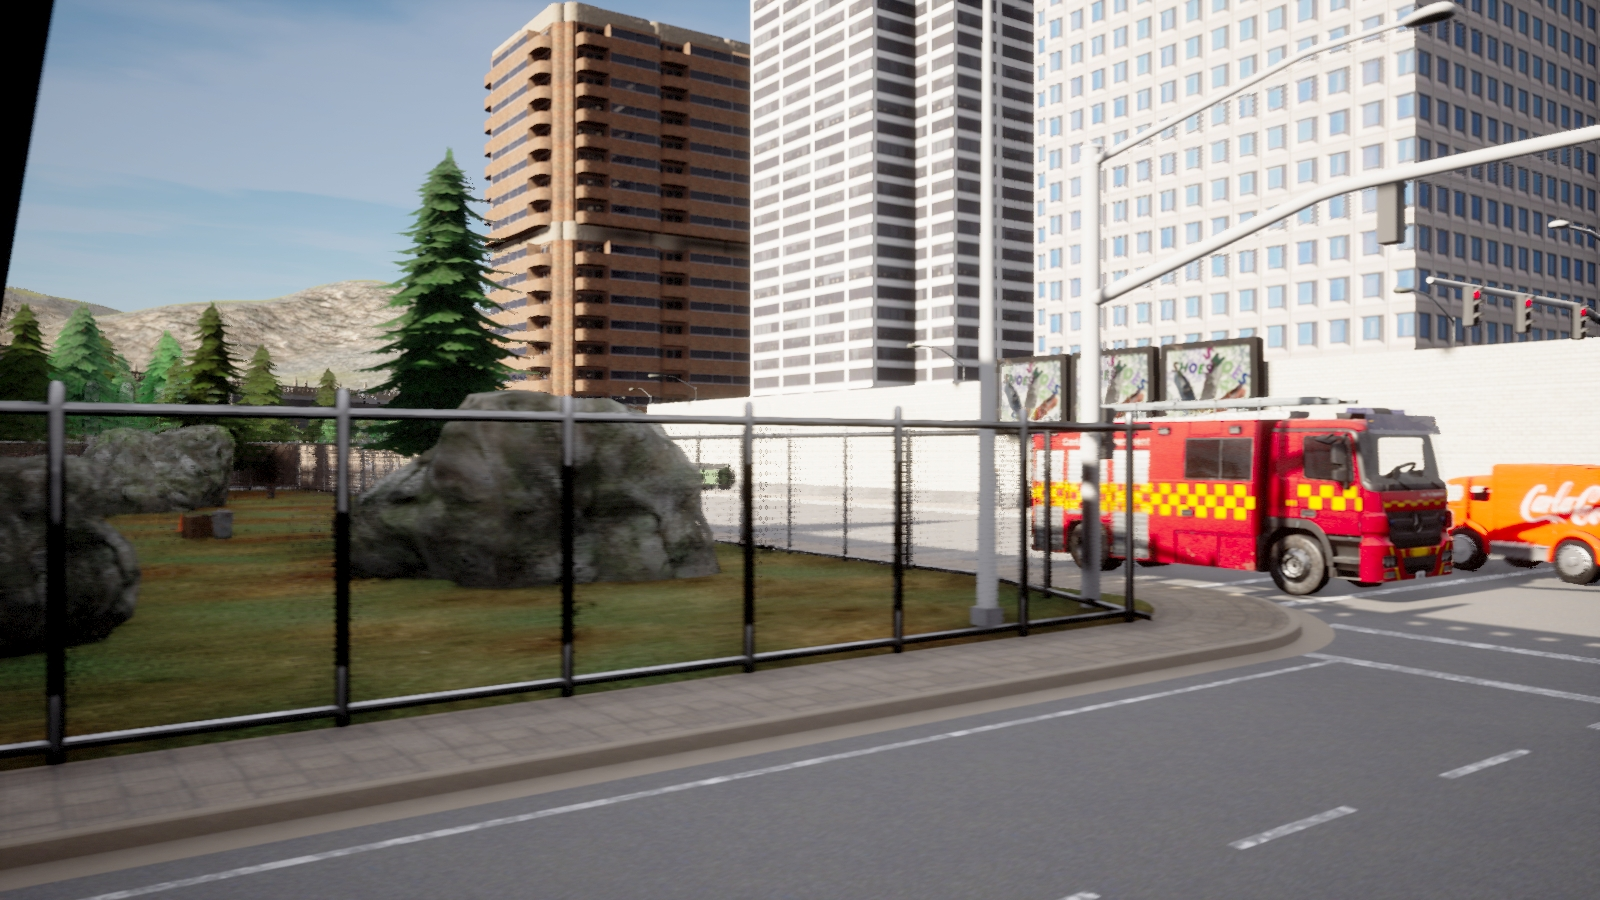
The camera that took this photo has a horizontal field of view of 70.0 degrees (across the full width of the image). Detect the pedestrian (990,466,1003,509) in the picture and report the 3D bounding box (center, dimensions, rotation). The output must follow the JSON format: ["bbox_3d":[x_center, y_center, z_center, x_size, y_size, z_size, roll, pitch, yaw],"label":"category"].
[{"bbox_3d":[8.634,1.641,50.225,0.375,1.860,0.375,0,0,-36],"label":"pedestrian"}]

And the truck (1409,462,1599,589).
[{"bbox_3d":[16.521,1.529,24.938,2.627,2.467,5.204,0,0,-21],"label":"truck"}]

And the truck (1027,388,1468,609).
[{"bbox_3d":[8.919,0.838,24.086,2.891,3.827,8.468,0,0,-35],"label":"truck"}]
